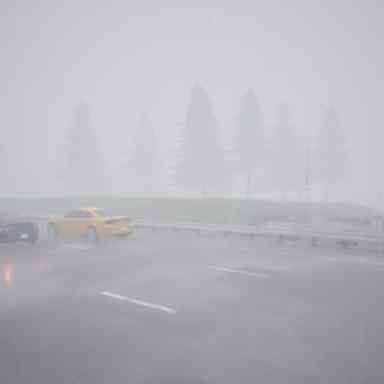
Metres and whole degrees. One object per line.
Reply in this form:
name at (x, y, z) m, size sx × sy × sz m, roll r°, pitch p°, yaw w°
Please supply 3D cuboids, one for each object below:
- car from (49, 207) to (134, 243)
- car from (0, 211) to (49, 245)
car at (-5.038, 1.484, 16.175) m, size 5.008 × 1.535 × 1.882 m, roll 0°, pitch 0°, yaw 35°
car at (-8.398, 1.533, 14.266) m, size 4.674 × 1.442 × 1.812 m, roll 0°, pitch 0°, yaw 35°
